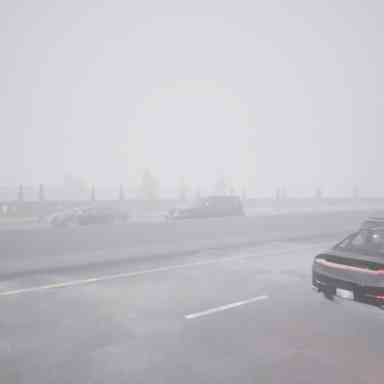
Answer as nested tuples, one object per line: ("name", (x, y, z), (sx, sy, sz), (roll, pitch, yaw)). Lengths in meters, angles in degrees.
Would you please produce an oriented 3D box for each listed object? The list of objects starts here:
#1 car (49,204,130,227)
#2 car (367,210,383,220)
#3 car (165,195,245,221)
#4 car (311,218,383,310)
("car", (-6.331, 1.492, 20.916), (4.902, 1.511, 2.128), (0, 0, -35))
("car", (9.296, 1.505, 14.463), (4.892, 1.490, 1.837), (0, 0, -33))
("car", (0.982, 1.222, 21.745), (5.566, 2.045, 2.150), (0, 0, -34))
("car", (4.541, 1.492, 6.983), (4.902, 1.511, 2.128), (0, 0, -35))
